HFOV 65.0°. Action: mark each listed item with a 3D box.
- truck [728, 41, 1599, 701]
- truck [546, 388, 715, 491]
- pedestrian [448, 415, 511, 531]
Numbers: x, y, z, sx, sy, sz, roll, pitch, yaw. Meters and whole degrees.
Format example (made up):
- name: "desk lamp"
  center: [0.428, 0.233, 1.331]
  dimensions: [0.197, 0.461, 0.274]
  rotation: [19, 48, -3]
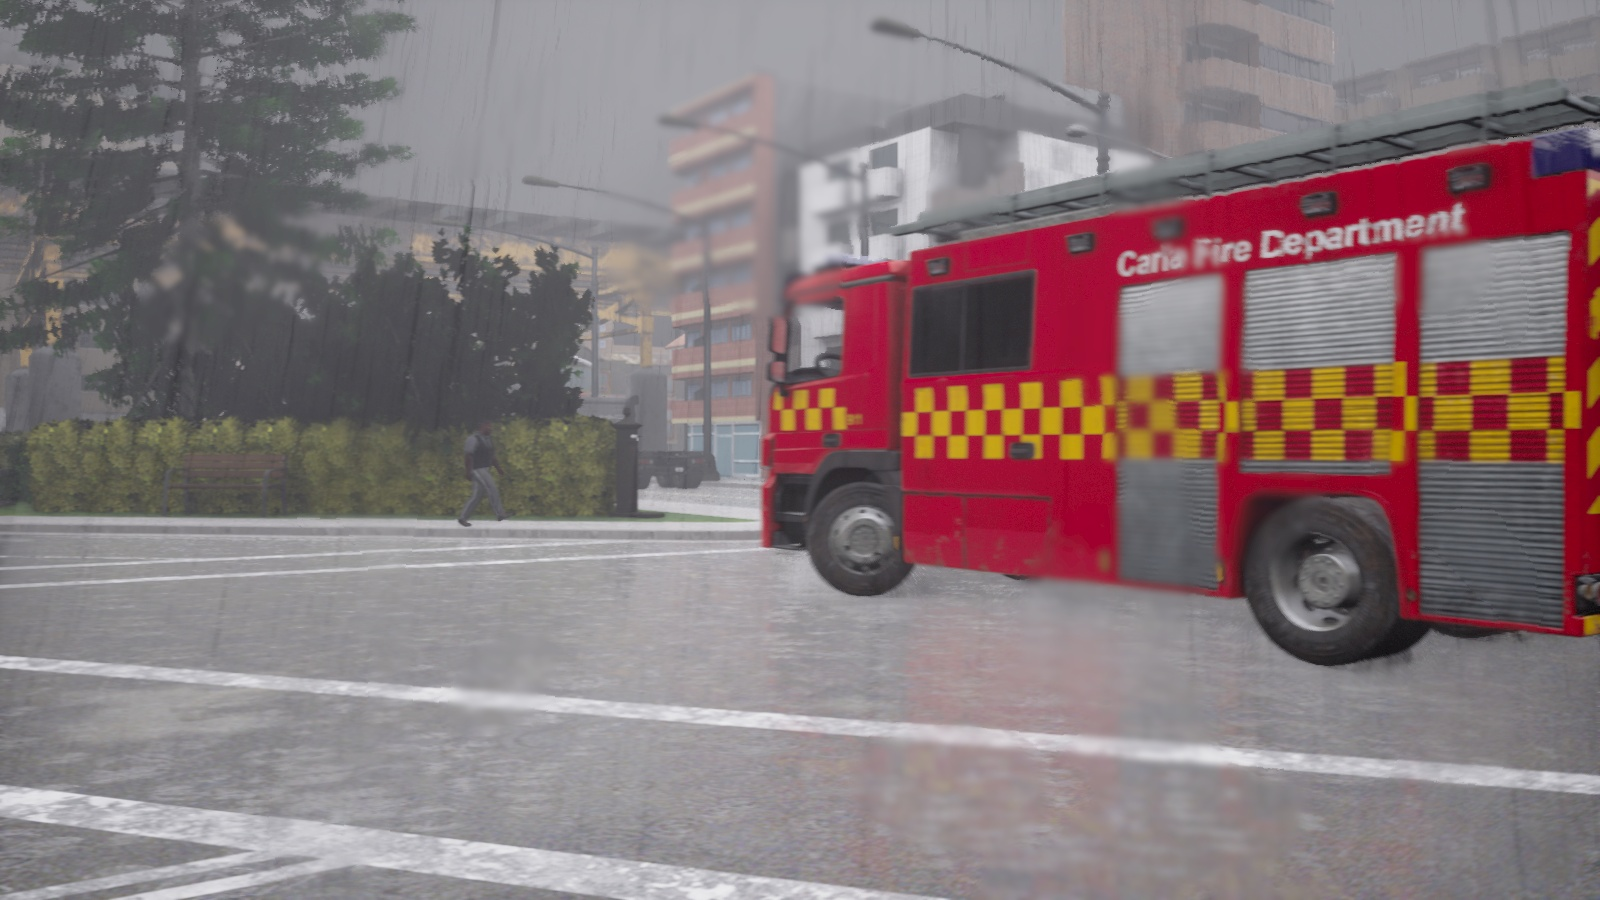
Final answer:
- name: "truck"
  center: [2.917, -0.456, 11.515]
  dimensions: [2.891, 3.827, 8.468]
  rotation: [0, 0, -37]
- name: "truck"
  center: [-6.380, -0.354, 46.076]
  dimensions: [2.891, 3.462, 7.936]
  rotation: [0, 0, -34]
- name: "pedestrian"
  center: [-5.329, 0.376, 20.895]
  dimensions: [0.849, 1.883, 0.563]
  rotation: [0, 0, 13]
